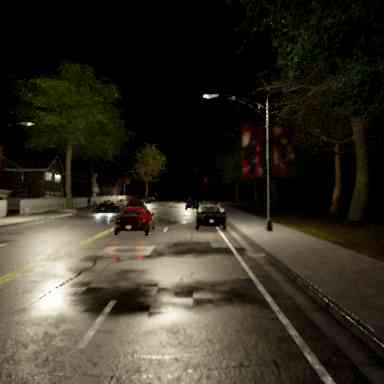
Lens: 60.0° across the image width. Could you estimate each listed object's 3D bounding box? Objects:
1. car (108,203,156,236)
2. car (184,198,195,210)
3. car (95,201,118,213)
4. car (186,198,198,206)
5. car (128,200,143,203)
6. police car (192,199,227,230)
[{"bbox_3d":[-3.143,1.577,18.812,1.812,1.442,4.674,0,0,0],"label":"car"},{"bbox_3d":[0.057,1.687,44.964,1.812,1.442,4.674,0,0,1],"label":"car"},{"bbox_3d":[-9.829,1.698,38.756,1.994,1.385,4.181,0,0,0],"label":"car"},{"bbox_3d":[0.015,1.794,60.832,2.033,1.411,5.357,0,0,0],"label":"car"},{"bbox_3d":[-6.581,1.659,38.620,1.812,1.442,4.674,0,0,0],"label":"car"},{"bbox_3d":[1.143,1.488,21.918,1.930,1.638,5.238,0,0,0],"label":"police car"}]
